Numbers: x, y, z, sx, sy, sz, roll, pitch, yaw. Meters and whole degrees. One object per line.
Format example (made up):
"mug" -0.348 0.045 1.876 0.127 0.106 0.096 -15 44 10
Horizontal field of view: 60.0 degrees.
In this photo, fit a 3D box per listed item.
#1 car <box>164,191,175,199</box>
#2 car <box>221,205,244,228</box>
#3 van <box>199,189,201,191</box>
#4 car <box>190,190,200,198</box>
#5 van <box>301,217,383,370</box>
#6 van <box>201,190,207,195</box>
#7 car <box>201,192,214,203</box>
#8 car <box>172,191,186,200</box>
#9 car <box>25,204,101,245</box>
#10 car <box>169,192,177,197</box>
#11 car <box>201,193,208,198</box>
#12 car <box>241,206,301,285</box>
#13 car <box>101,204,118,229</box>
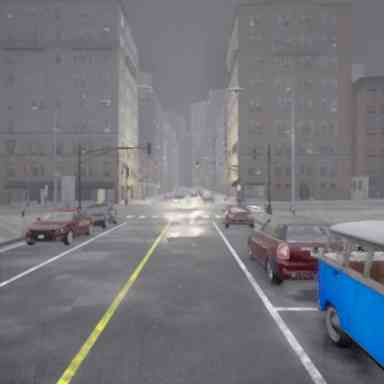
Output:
"car" -5.392 0.971 74.560 1.802 1.307 4.206 0 1 0
"car" 2.747 1.448 20.622 1.802 1.307 4.206 0 0 0
"van" 3.269 0.518 91.141 1.690 1.788 3.998 0 1 0
"car" 0.466 0.761 86.265 1.812 1.442 4.674 0 1 0
"van" 2.756 1.318 3.687 1.690 1.788 3.998 0 0 0
"van" 3.044 0.840 63.380 1.690 1.788 3.998 0 1 0
"car" 3.000 1.134 57.830 1.802 1.307 4.206 0 1 0
"car" -2.651 1.016 71.609 1.895 1.301 4.718 0 1 0
"car" -5.775 1.449 14.975 1.887 1.381 4.507 0 0 0
"car" -5.256 0.758 91.217 1.802 1.307 4.206 0 1 0
"car" 3.224 0.835 85.594 1.802 1.307 4.206 0 1 0
"car" 2.753 1.381 9.332 1.967 1.590 4.097 0 0 0
"car" -5.778 1.432 20.619 1.947 1.339 4.313 0 0 0
